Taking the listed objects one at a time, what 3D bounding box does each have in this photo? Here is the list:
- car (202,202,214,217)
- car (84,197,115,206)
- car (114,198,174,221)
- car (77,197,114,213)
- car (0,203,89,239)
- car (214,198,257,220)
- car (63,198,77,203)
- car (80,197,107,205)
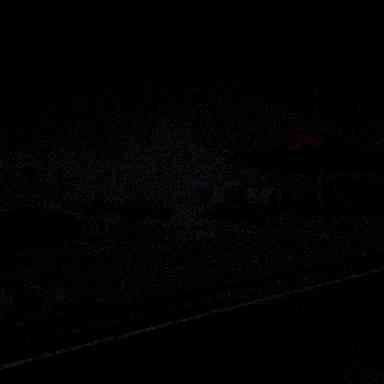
[{"bbox_3d":[2.949,1.784,33.552,3.806,1.475,1.970,1,0,-36],"label":"car"},{"bbox_3d":[-17.063,1.752,61.356,5.027,1.636,2.152,1,0,-36],"label":"car"},{"bbox_3d":[-3.916,1.430,28.580,4.605,1.855,1.932,1,0,-36],"label":"car"},{"bbox_3d":[-10.601,1.638,39.114,4.514,1.523,2.007,1,0,-36],"label":"car"},{"bbox_3d":[-8.004,1.525,17.103,4.514,1.523,2.007,1,0,-36],"label":"car"},{"bbox_3d":[4.393,1.493,30.496,3.866,1.878,1.905,1,0,-36],"label":"car"},{"bbox_3d":[-16.392,1.660,47.258,3.633,1.501,1.845,1,0,-36],"label":"car"},{"bbox_3d":[-18.935,1.761,63.874,4.514,1.523,2.007,1,0,-36],"label":"car"}]
